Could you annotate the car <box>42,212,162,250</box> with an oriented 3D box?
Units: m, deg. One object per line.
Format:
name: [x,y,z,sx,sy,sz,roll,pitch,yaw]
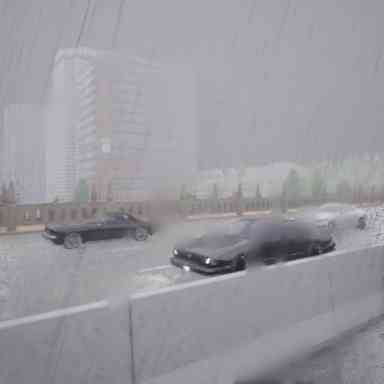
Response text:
car: [-3.776,1.543,14.195,4.718,1.301,1.895,-1,0,-35]

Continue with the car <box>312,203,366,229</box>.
car: [7.667,1.338,18.059,4.674,1.442,1.812,-1,0,-36]

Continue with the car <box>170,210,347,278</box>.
car: [2.034,1.466,9.742,5.357,1.411,2.033,-1,0,-35]
